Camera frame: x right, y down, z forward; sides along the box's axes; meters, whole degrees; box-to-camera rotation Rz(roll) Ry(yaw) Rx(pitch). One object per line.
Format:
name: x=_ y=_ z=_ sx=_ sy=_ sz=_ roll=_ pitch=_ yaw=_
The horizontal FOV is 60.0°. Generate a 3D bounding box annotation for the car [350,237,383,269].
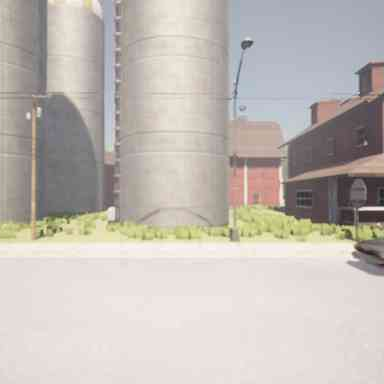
car: x=7.758 y=1.656 z=9.938 sx=5.357 sy=1.411 sz=2.033 roll=0 pitch=-1 yaw=0
